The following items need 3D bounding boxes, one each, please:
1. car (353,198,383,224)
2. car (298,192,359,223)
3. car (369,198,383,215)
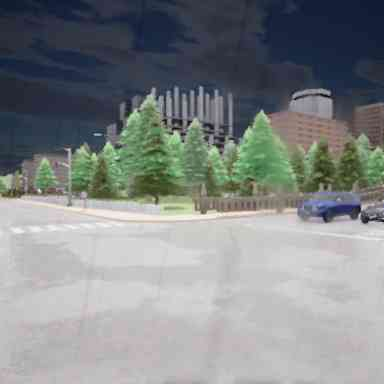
[{"bbox_3d":[12.949,1.294,21.811,4.892,1.490,1.837,-1,0,-35],"label":"car"},{"bbox_3d":[10.048,1.023,24.053,5.566,2.045,2.150,-1,0,-35],"label":"car"},{"bbox_3d":[17.999,1.227,29.706,4.718,1.301,1.895,-3,1,-35],"label":"car"}]
